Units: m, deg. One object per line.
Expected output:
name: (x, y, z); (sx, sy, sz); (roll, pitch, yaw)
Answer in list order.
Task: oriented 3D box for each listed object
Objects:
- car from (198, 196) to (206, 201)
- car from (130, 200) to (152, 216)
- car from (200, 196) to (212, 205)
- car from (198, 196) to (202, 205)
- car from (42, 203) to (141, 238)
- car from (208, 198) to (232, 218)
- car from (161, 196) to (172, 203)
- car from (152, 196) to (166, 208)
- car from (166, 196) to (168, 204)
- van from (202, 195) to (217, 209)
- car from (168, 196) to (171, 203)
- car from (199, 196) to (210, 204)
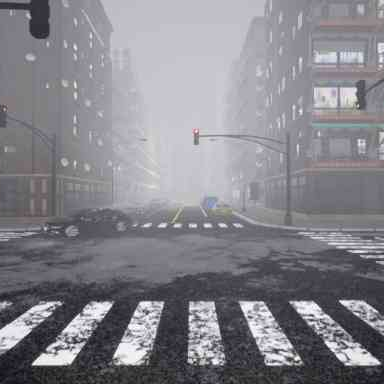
car: (2.439, 1.627, 83.664); (1.887, 1.381, 4.507); (1, 0, 0)
car: (-5.488, 1.565, 32.683); (2.008, 1.369, 4.403); (1, 0, 0)
car: (2.477, 1.486, 61.040); (1.967, 1.590, 4.097); (1, 0, 0)
car: (2.496, 1.347, 49.728); (2.192, 1.841, 5.009); (1, 0, 0)
car: (-5.434, 1.541, 17.853); (1.837, 1.490, 4.892); (6, 4, 42)
car: (2.655, 1.538, 30.241); (1.752, 1.417, 4.829); (1, 0, 0)
car: (-5.423, 1.613, 72.288); (2.008, 1.369, 4.403); (1, 0, 0)
car: (-5.387, 1.614, 49.657); (1.802, 1.307, 4.206); (1, 0, 0)
car: (-5.395, 1.564, 55.144); (1.752, 1.417, 4.829); (1, 0, 0)
van: (2.538, 1.366, 44.074); (1.690, 1.788, 3.998); (1, 0, 0)
car: (-5.405, 1.628, 60.972); (1.802, 1.307, 4.206); (1, 0, 0)
car: (2.466, 1.604, 66.696); (2.008, 1.369, 4.403); (1, 0, 0)
